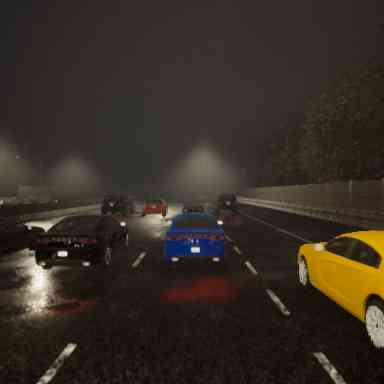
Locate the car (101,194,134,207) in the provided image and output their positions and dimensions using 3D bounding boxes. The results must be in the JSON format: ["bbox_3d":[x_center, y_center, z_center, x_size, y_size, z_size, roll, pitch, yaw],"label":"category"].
[{"bbox_3d":[-6.904,1.205,31.174,2.150,2.045,5.566,0,0,0],"label":"car"}]

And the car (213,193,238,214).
[{"bbox_3d":[3.498,1.166,34.820,2.150,2.045,5.566,0,0,0],"label":"car"}]

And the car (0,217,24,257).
[{"bbox_3d":[-6.902,1.539,11.217,2.033,1.411,5.357,0,0,0],"label":"car"}]

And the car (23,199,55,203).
[{"bbox_3d":[-17.589,1.529,39.898,2.033,1.411,5.357,0,0,0],"label":"car"}]

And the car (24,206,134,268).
[{"bbox_3d":[-3.398,1.469,11.211,1.882,1.535,5.008,0,0,0],"label":"car"}]

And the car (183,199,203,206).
[{"bbox_3d":[0.100,1.584,30.481,1.895,1.301,4.718,0,0,0],"label":"car"}]

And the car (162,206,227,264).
[{"bbox_3d":[0.099,1.469,11.812,1.882,1.535,5.008,0,0,0],"label":"car"}]

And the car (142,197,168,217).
[{"bbox_3d":[-3.405,1.335,31.609,2.097,1.767,4.553,0,0,0],"label":"car"}]

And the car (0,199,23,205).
[{"bbox_3d":[-21.088,1.529,39.941,2.033,1.411,5.357,0,0,0],"label":"car"}]

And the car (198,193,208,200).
[{"bbox_3d":[3.494,1.488,93.516,1.882,1.535,5.008,0,0,0],"label":"car"}]

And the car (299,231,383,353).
[{"bbox_3d":[3.532,1.456,6.143,1.882,1.535,5.008,0,0,0],"label":"car"}]
